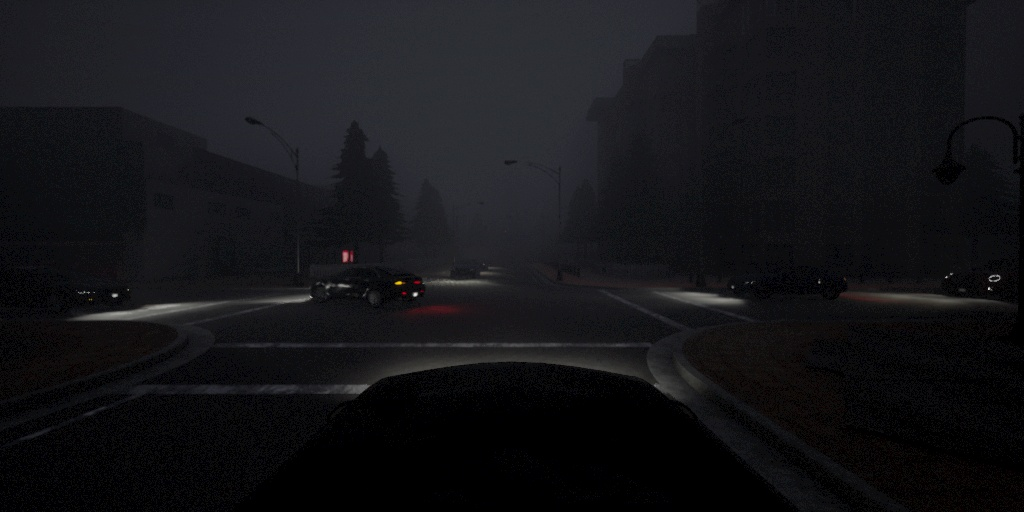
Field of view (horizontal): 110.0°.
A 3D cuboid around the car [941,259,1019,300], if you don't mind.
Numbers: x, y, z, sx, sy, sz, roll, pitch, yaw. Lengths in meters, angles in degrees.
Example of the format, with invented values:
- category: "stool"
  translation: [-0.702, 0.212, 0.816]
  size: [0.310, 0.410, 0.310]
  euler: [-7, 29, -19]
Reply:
- category: "car"
  translation: [22.177, 0.931, 15.858]
  size: [4.553, 1.767, 2.097]
  euler: [0, 1, 0]

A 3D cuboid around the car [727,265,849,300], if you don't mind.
- category: "car"
  translation: [12.150, 1.103, 15.927]
  size: [4.674, 1.442, 1.812]
  euler: [0, 1, 0]

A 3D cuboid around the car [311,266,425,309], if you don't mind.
- category: "car"
  translation: [-5.725, 1.111, 14.092]
  size: [4.892, 1.490, 1.837]
  euler: [1, -1, 25]

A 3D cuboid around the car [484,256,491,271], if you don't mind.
- category: "car"
  translation: [-3.700, 0.808, 39.406]
  size: [1.882, 1.535, 5.008]
  euler: [0, 1, 0]

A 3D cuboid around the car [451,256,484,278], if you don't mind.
- category: "car"
  translation: [-3.681, 0.923, 29.063]
  size: [1.882, 1.535, 5.008]
  euler: [0, 1, 0]

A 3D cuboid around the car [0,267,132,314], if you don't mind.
- category: "car"
  translation: [-16.183, 1.120, 12.437]
  size: [4.892, 1.490, 1.837]
  euler: [0, 1, 0]

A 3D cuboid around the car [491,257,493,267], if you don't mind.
- category: "car"
  translation: [-3.680, 0.686, 50.373]
  size: [1.882, 1.535, 5.008]
  euler: [0, 0, 1]
